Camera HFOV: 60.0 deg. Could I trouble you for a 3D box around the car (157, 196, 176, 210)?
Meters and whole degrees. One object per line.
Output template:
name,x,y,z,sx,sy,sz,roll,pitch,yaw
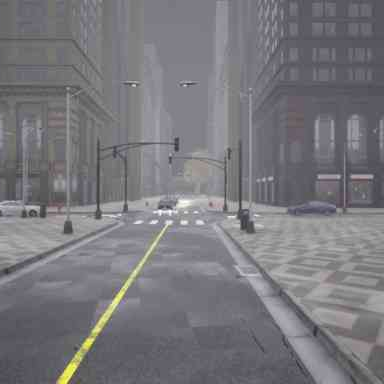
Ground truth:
car,-3.407,1.538,42.720,2.033,1.411,5.357,0,0,-3

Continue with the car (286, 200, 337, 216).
car,11.616,1.558,32.442,4.674,1.442,1.812,0,0,1

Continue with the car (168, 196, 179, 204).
car,-3.568,1.525,64.635,1.812,1.442,4.674,0,0,0

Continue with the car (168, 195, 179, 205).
car,-3.527,1.343,53.983,2.097,1.767,4.553,0,0,0

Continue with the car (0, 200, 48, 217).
car,-15.078,1.468,29.028,4.674,1.442,1.812,0,0,-2
